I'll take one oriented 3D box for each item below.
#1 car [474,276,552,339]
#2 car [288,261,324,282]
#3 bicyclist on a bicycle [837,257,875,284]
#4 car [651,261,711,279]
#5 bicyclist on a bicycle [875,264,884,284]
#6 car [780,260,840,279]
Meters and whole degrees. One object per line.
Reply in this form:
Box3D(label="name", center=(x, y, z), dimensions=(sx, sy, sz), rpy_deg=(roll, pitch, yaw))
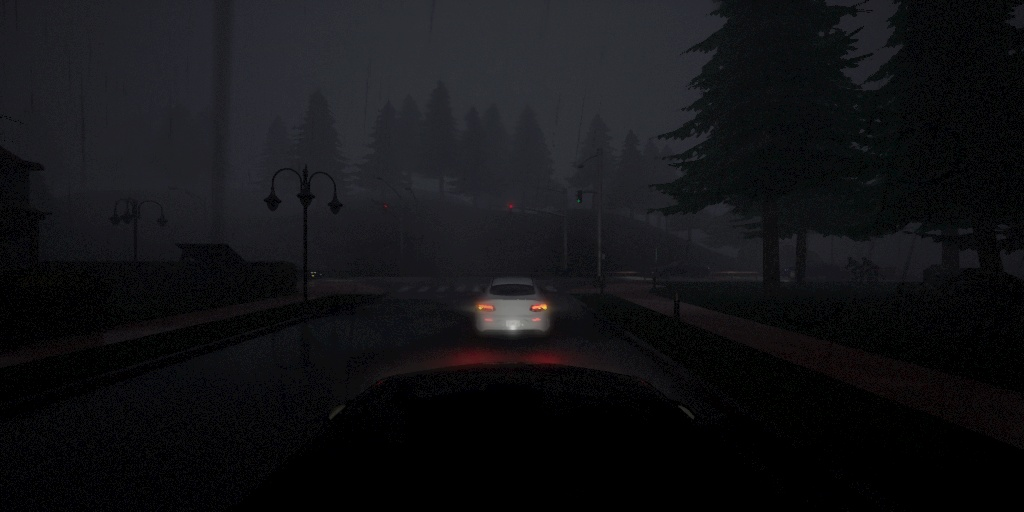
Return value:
Box3D(label="car", center=(0.020, 1.276, 9.955), dimensions=(1.812, 1.442, 4.674), rpy_deg=(0, 0, 0))
Box3D(label="car", center=(-16.284, 1.093, 25.978), dimensions=(4.892, 1.490, 1.837), rpy_deg=(0, 0, 0))
Box3D(label="bicyclist on a bicycle", center=(21.127, 0.891, 22.240), dimensions=(0.582, 1.620, 1.656), rpy_deg=(0, 0, -16))
Box3D(label="car", center=(14.055, 1.113, 29.889), dimensions=(4.674, 1.442, 1.812), rpy_deg=(0, 0, -1))
Box3D(label="bicyclist on a bicycle", center=(21.774, 0.892, 21.981), dimensions=(0.582, 1.620, 1.656), rpy_deg=(0, 0, -14))
Box3D(label="car", center=(24.376, 1.065, 29.928), dimensions=(5.008, 1.535, 1.882), rpy_deg=(0, 0, 0))
